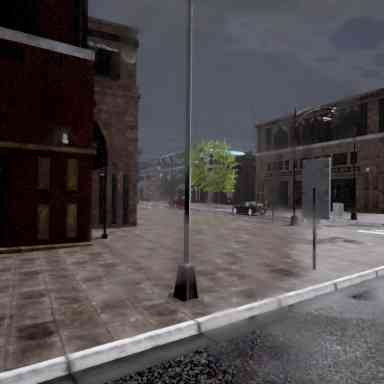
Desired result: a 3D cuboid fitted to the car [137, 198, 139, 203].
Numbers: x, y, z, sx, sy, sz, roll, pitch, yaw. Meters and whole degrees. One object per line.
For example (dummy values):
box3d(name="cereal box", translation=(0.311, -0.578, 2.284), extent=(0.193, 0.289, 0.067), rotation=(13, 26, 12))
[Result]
box3d(name="car", translation=(-12.197, 1.671, 69.007), extent=(1.802, 1.307, 4.206), rotation=(1, -1, -27))

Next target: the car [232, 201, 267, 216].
box3d(name="car", translation=(5.784, 1.628, 33.768), extent=(2.008, 1.369, 4.403), rotation=(1, -1, -27))

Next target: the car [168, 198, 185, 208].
box3d(name="car", translation=(-2.165, 1.627, 49.311), extent=(1.887, 1.381, 4.507), rotation=(1, -1, -27))
